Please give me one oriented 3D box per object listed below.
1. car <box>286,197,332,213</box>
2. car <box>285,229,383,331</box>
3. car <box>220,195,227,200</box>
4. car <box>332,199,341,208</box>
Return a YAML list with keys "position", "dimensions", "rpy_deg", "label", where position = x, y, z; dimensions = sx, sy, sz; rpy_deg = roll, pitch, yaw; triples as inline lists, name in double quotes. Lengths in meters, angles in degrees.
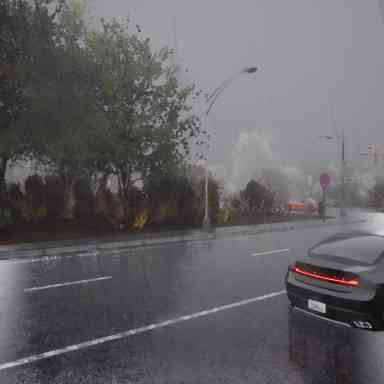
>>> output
- position: [12.566, 1.352, 36.862]
  dimensions: [2.097, 1.767, 4.553]
  rpy_deg: [0, 0, -32]
  label: "car"
- position: [3.891, 1.505, 6.513]
  dimensions: [4.892, 1.490, 1.837]
  rpy_deg: [0, 0, -35]
  label: "car"
- position: [6.541, 1.394, 66.482]
  dimensions: [2.033, 1.411, 5.357]
  rpy_deg: [0, 1, -32]
  label: "car"
- position: [18.778, 1.564, 47.076]
  dimensions: [1.994, 1.385, 4.181]
  rpy_deg: [0, 0, -32]
  label: "car"
